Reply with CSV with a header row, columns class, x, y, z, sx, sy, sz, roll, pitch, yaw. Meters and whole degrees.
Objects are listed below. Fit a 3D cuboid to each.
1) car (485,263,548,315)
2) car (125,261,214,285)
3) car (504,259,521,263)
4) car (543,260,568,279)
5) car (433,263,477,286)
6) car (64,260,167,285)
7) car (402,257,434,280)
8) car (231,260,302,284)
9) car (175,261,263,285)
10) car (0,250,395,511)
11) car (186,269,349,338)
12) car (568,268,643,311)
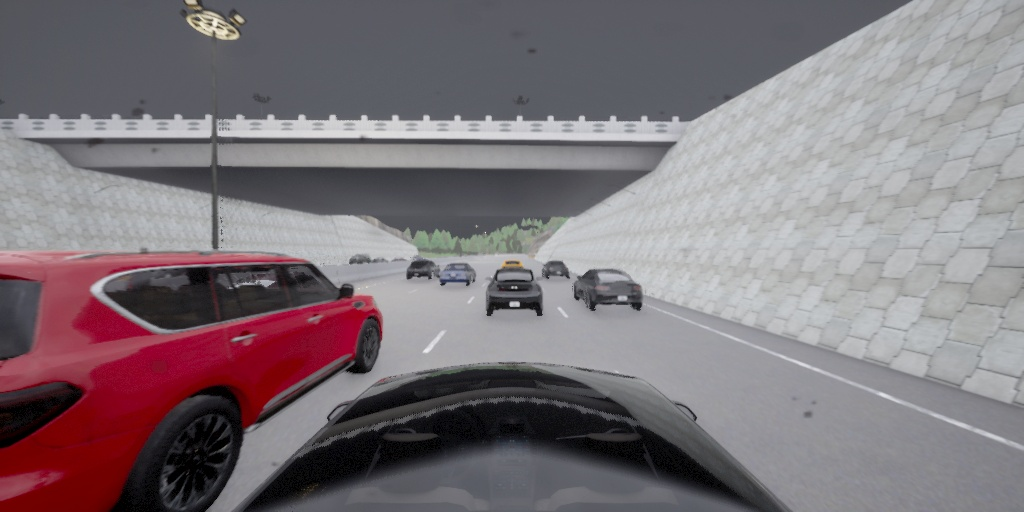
class,x,y,z,sx,sy,sz,roll,pitch,yaw
car,0.078,1.176,13.081,1.837,1.490,4.892,0,0,0
car,-24.641,1.123,26.119,1.837,1.490,4.892,0,0,0
car,0.047,1.033,29.995,1.882,1.535,5.008,0,0,0
car,3.535,1.080,29.432,1.812,1.442,4.674,0,0,0
car,-3.444,1.152,23.500,2.033,1.411,5.357,0,0,0
car,-28.140,1.103,25.761,1.882,1.535,5.008,0,0,0
car,-6.951,1.080,28.530,1.837,1.490,4.892,0,0,0
car,-17.641,1.112,26.164,1.837,1.490,4.892,0,0,0
car,-21.144,1.159,26.282,2.033,1.411,5.357,0,0,0
car,-3.416,0.960,4.238,2.150,2.045,5.566,0,0,0
car,-6.926,1.222,10.950,1.812,1.442,4.674,0,0,0
car,3.578,1.187,13.901,1.812,1.442,4.674,0,0,0
